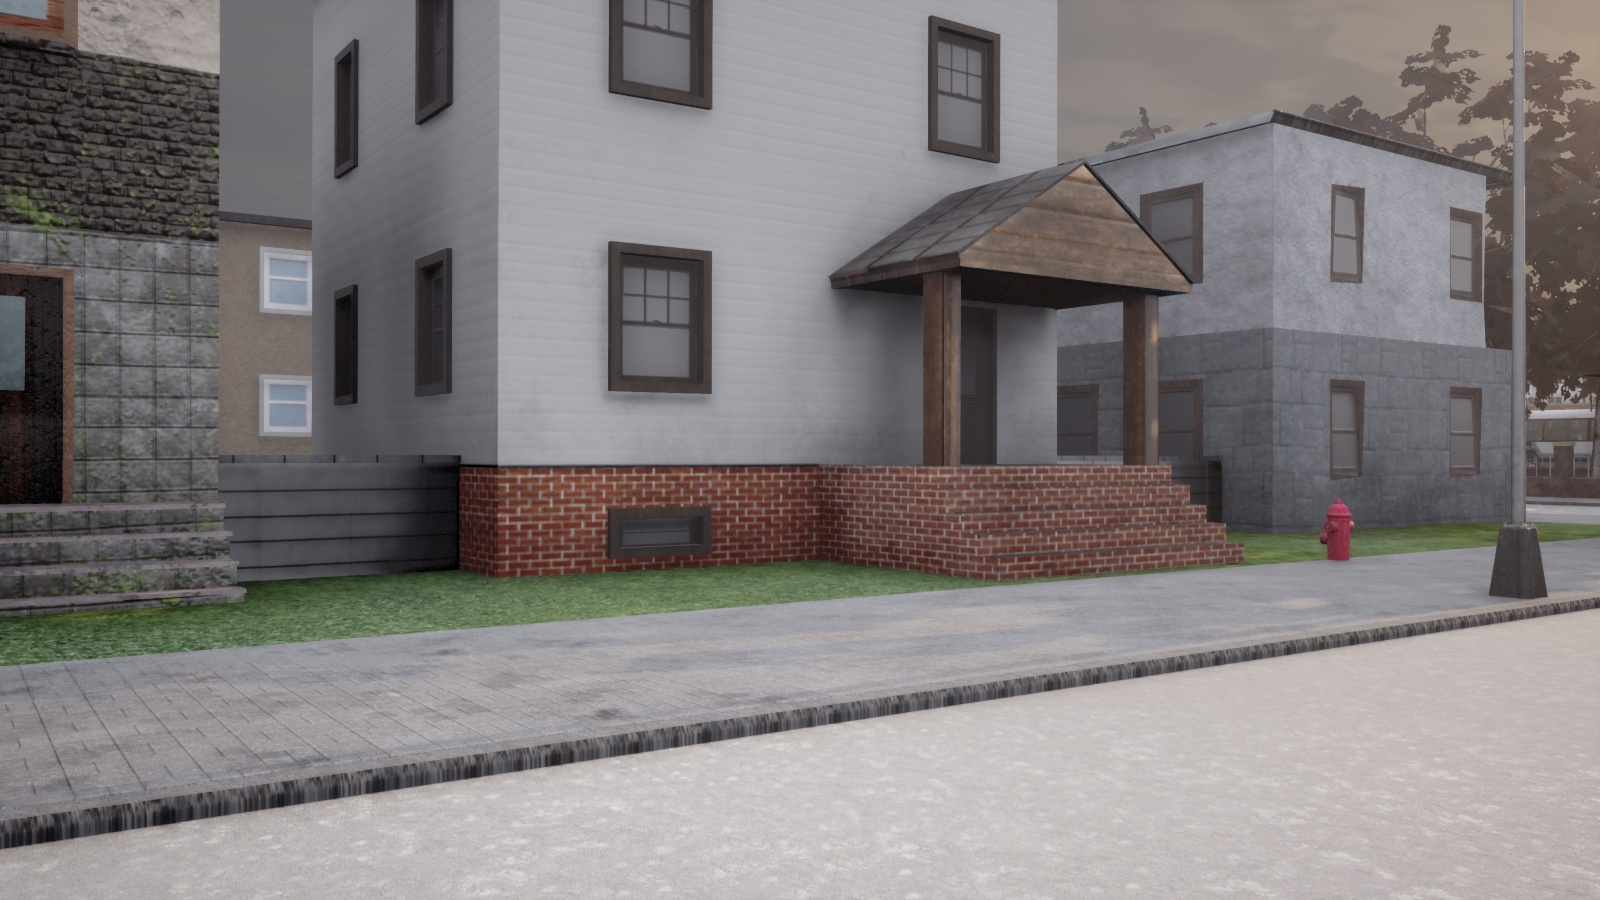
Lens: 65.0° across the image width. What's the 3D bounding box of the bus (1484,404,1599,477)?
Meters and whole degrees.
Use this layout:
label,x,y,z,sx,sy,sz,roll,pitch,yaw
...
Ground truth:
label,x,y,z,sx,sy,sz,roll,pitch,yaw
bus,47.707,-0.547,76.169,3.944,4.253,10.273,0,0,-34
